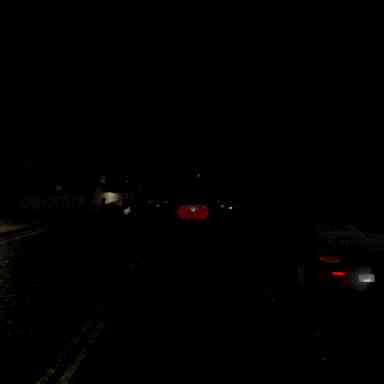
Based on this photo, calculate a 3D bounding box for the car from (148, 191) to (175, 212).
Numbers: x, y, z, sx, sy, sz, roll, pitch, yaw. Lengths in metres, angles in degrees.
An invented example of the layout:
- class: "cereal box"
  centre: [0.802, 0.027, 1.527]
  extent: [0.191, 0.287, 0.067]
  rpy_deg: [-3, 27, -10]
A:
- class: "car"
  centre: [-3.372, 0.965, 35.627]
  extent: [2.150, 2.045, 5.566]
  rpy_deg: [0, 0, 0]

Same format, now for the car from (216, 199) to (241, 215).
- class: "car"
  centre: [3.332, 1.343, 30.791]
  extent: [1.994, 1.385, 4.181]
  rpy_deg: [0, 0, 0]

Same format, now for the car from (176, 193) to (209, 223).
- class: "car"
  centre: [0.083, 1.183, 23.646]
  extent: [2.097, 1.767, 4.553]
  rpy_deg: [0, 0, 0]

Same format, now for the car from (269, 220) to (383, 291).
- class: "car"
  centre: [3.348, 1.464, 8.684]
  extent: [1.812, 1.442, 4.674]
  rpy_deg: [0, 0, 0]

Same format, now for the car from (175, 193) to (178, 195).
- class: "car"
  centre: [-3.302, 0.744, 76.709]
  extent: [1.812, 1.442, 4.674]
  rpy_deg: [0, 0, 0]

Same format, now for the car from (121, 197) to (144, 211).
- class: "car"
  centre: [-6.623, 1.278, 37.445]
  extent: [2.033, 1.411, 5.357]
  rpy_deg: [0, 0, 0]

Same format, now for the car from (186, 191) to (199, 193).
- class: "car"
  centre: [0.076, 0.931, 40.579]
  extent: [2.150, 2.045, 5.566]
  rpy_deg: [0, 1, 0]
